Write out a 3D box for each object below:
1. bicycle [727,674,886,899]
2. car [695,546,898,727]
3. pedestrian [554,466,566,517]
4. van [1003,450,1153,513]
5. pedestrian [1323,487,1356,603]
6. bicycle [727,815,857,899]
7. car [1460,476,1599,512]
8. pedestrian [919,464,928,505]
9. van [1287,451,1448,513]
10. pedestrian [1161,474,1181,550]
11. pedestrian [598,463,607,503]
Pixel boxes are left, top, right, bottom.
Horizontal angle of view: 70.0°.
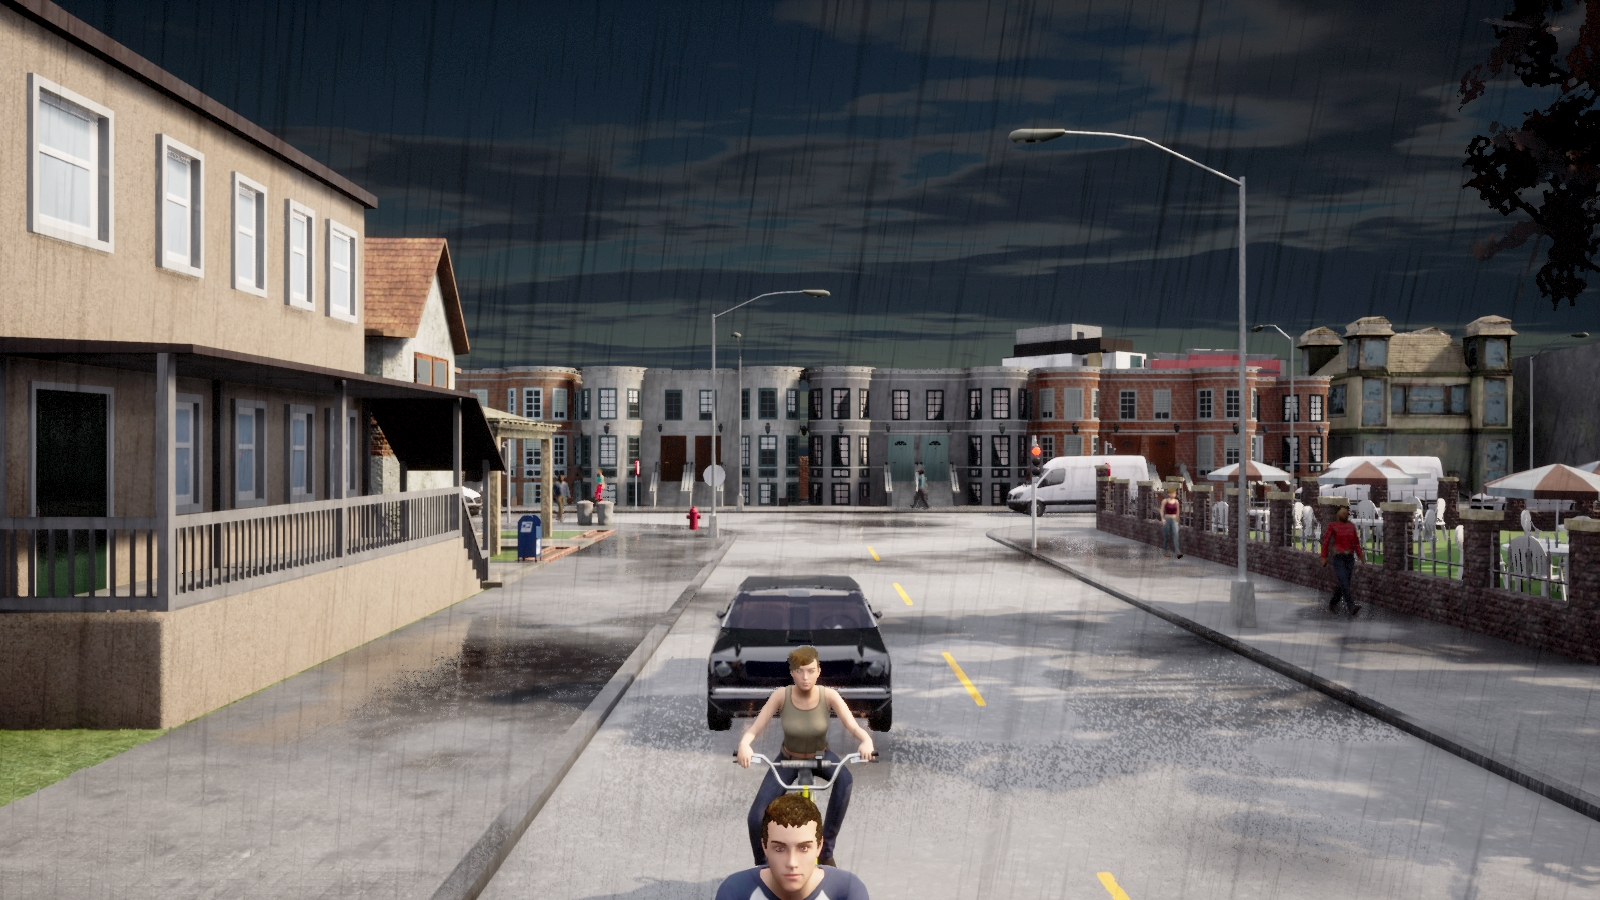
[{"bbox_3d":[0.033,2.040,6.906,0.859,1.080,1.487,0,0,0],"label":"bicycle"},{"bbox_3d":[-0.039,1.941,13.032,1.895,1.301,4.718,0,0,0],"label":"car"},{"bbox_3d":[-8.968,1.545,42.706,0.375,1.860,0.375,0,0,-28],"label":"pedestrian"},{"bbox_3d":[11.831,1.331,48.872,5.915,2.561,1.988,-1,0,0],"label":"van"},{"bbox_3d":[8.755,1.532,18.550,0.375,1.860,0.375,0,0,2],"label":"pedestrian"},{"bbox_3d":[-0.022,1.938,3.212,0.373,1.296,1.643,0,0,0],"label":"bicycle"},{"bbox_3d":[31.329,1.861,48.882,4.892,1.480,2.231,0,0,0],"label":"car"},{"bbox_3d":[5.556,1.546,51.520,0.375,1.860,0.375,0,0,12],"label":"pedestrian"},{"bbox_3d":[24.218,1.335,48.884,5.915,2.561,1.988,0,0,0],"label":"van"},{"bbox_3d":[9.215,1.529,28.382,0.375,1.860,0.375,0,0,0],"label":"pedestrian"},{"bbox_3d":[-9.315,1.547,53.852,0.375,1.860,0.375,0,0,-16],"label":"pedestrian"}]
